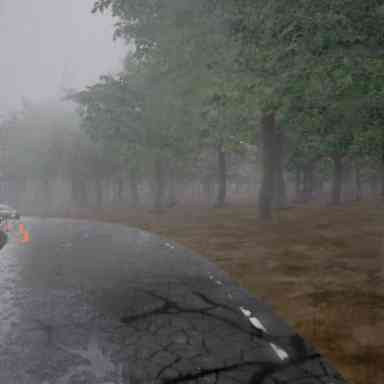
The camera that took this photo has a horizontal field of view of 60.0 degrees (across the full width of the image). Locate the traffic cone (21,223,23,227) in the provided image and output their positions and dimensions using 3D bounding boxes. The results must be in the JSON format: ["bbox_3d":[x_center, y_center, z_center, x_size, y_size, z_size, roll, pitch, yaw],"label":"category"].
[{"bbox_3d":[-10.431,2.205,20.382,0.340,0.580,0.340,-2,0,-33],"label":"traffic cone"}]

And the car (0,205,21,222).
[{"bbox_3d":[-18.464,2.066,32.394,4.892,1.490,1.837,-2,1,41],"label":"car"}]

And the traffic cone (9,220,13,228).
[{"bbox_3d":[-13.196,2.317,24.160,0.340,0.580,0.340,-2,0,-40],"label":"traffic cone"}]

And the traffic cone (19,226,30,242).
[{"bbox_3d":[-8.131,2.119,16.301,0.340,0.580,0.340,-2,0,-26],"label":"traffic cone"}]
